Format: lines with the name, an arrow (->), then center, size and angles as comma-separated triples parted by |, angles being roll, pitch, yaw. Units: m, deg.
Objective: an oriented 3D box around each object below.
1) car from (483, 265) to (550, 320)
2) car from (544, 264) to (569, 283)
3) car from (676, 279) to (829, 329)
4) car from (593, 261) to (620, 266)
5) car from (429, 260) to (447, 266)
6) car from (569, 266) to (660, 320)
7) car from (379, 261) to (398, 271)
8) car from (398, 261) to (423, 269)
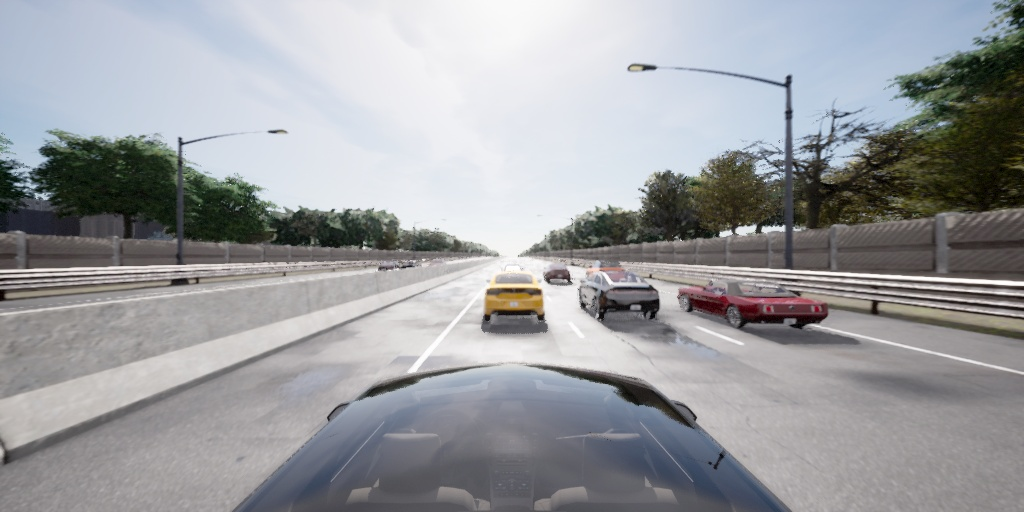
car -> 0.070, 1.253, 12.771 | 1.882, 1.535, 5.008 | 0, 0, 0
car -> 3.574, 1.327, 28.825 | 1.812, 1.442, 4.674 | 0, 0, 0
car -> 7.061, 1.373, 11.304 | 1.895, 1.301, 4.718 | 0, 0, 0
car -> 7.066, 1.150, 27.455 | 2.097, 1.767, 4.553 | 0, 0, 0
car -> -10.571, 1.295, 51.544 | 1.882, 1.535, 5.008 | 0, 0, 0
car -> 3.569, 1.267, 12.722 | 2.128, 1.511, 4.902 | 0, 0, 0
car -> -17.564, 1.382, 51.513 | 1.994, 1.385, 4.181 | 0, 0, 0
car -> -14.072, 1.419, 50.635 | 1.895, 1.301, 4.718 | 0, 0, 0
